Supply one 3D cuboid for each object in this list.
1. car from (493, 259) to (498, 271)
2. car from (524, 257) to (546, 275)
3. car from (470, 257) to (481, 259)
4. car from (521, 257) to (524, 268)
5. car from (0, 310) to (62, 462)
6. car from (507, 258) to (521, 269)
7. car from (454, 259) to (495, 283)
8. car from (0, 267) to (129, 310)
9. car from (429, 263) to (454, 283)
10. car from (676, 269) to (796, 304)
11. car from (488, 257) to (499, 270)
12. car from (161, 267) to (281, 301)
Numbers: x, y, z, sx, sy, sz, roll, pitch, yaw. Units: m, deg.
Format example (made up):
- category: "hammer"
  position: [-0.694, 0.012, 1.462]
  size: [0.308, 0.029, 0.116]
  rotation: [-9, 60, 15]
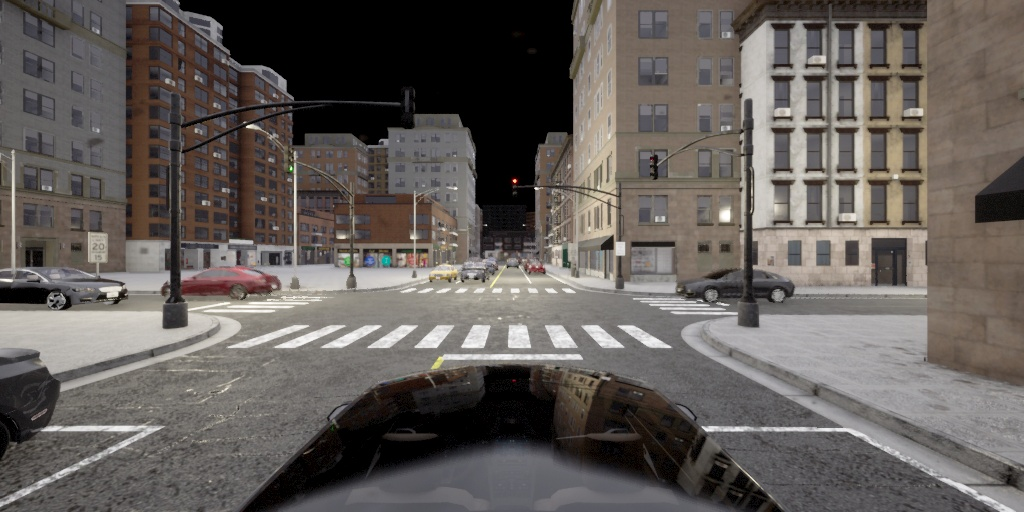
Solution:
- category: "car"
  position: [-2.824, 1.316, 38.108]
  size: [1.994, 1.385, 4.181]
  rotation: [0, 0, 0]
- category: "car"
  position: [2.659, 1.192, 39.875]
  size: [1.967, 1.591, 4.097]
  rotation: [0, 0, 0]
- category: "car"
  position: [-5.359, 1.068, 51.205]
  size: [2.192, 1.841, 5.009]
  rotation: [0, 0, 0]
- category: "car"
  position: [2.663, 1.067, 45.537]
  size: [2.192, 1.841, 5.009]
  rotation: [0, 0, 0]
- category: "car"
  position: [-5.388, 1.300, 1.711]
  size: [2.007, 1.370, 4.403]
  rotation: [0, 0, 0]
- category: "car"
  position: [0.127, 1.318, 58.606]
  size: [1.994, 1.385, 4.181]
  rotation: [0, 0, 1]
- category: "car"
  position: [-2.821, 1.243, 28.207]
  size: [2.128, 1.511, 4.902]
  rotation: [0, 0, 2]
- category: "car"
  position: [-17.276, 1.162, 13.382]
  size: [4.902, 1.511, 2.128]
  rotation: [0, 0, 2]
- category: "car"
  position: [-5.372, 1.276, 28.387]
  size: [1.751, 1.417, 4.829]
  rotation: [0, 0, 0]
- category: "car"
  position: [10.053, 1.312, 16.329]
  size: [4.892, 1.490, 1.837]
  rotation: [0, 0, 0]
- category: "car"
  position: [-2.810, 1.279, 48.183]
  size: [1.812, 1.442, 4.674]
  rotation: [0, 0, 0]
- category: "car"
  position: [-13.100, 1.217, 16.323]
  size: [4.674, 1.442, 1.812]
  rotation: [0, 0, 0]
